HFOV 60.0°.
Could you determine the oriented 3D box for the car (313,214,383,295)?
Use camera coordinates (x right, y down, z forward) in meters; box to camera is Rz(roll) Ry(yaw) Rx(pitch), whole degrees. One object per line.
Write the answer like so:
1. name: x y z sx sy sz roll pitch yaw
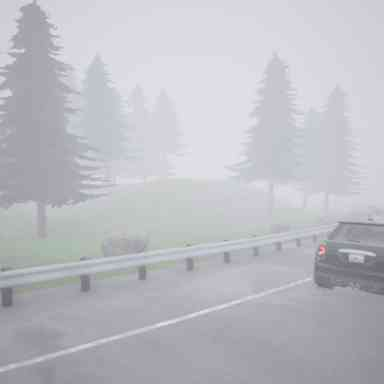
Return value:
1. car: 4.931 1.370 8.192 4.553 1.767 2.097 0 0 -42
